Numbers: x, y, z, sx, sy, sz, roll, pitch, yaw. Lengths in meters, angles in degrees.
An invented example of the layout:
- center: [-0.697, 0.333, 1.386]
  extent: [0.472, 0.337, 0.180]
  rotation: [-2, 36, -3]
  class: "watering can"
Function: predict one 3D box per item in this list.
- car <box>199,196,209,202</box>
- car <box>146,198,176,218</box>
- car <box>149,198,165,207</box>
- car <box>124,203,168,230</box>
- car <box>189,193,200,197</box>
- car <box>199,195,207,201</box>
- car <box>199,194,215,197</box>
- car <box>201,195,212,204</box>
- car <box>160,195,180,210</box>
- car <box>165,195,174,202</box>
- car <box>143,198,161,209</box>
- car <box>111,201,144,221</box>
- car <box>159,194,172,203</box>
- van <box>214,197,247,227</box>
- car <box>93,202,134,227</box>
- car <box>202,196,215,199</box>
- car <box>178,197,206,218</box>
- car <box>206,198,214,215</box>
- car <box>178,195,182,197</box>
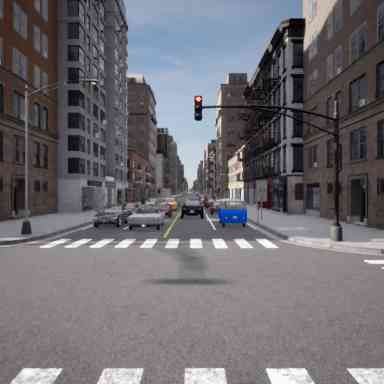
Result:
- center: [2.696, 1.524, 73.582]
  extent: [2.008, 1.369, 4.403]
  rotation: [0, 0, 0]
  class: "car"
- center: [-2.822, 1.562, 30.299]
  extent: [1.994, 1.385, 4.181]
  rotation: [0, 0, 0]
  class: "car"
- center: [-5.347, 1.556, 50.858]
  extent: [1.947, 1.339, 4.313]
  rotation: [0, 0, 0]
  class: "car"
- center: [-2.803, 1.600, 21.155]
  extent: [1.895, 1.301, 4.718]
  rotation: [0, 0, -1]
  class: "car"
- center: [0.148, 1.476, 59.107]
  extent: [2.128, 1.511, 4.902]
  rotation: [0, 0, 0]
  class: "car"
- center: [2.706, 1.531, 84.945]
  extent: [1.947, 1.339, 4.313]
  rotation: [0, 0, 0]
  class: "car"
- center: [2.678, 1.305, 50.857]
  extent: [2.192, 1.841, 5.009]
  rotation: [0, 0, 0]
  class: "car"
- center: [2.687, 1.422, 62.219]
  extent: [1.967, 1.590, 4.097]
  rotation: [0, 0, 0]
  class: "car"
- center: [-2.811, 1.474, 39.946]
  extent: [1.882, 1.535, 5.008]
  rotation: [0, 0, 0]
  class: "car"
- center: [-5.324, 1.410, 79.266]
  extent: [1.967, 1.590, 4.097]
  rotation: [0, 0, 0]
  class: "car"
- center: [-5.352, 1.520, 45.006]
  extent: [1.752, 1.417, 4.829]
  rotation: [0, 0, 0]
  class: "car"
- center: [-5.365, 1.543, 28.130]
  extent: [1.887, 1.381, 4.507]
  rotation: [0, 0, 0]
  class: "car"
- center: [-5.333, 1.293, 67.903]
  extent: [2.192, 1.841, 5.009]
  rotation: [0, 0, 0]
  class: "car"
- center: [2.655, 1.340, 22.450]
  extent: [1.690, 1.788, 3.998]
  rotation: [0, 0, 0]
  class: "van"
- center: [-5.370, 1.550, 22.448]
  extent: [2.008, 1.369, 4.403]
  rotation: [0, 0, 0]
  class: "car"
- center: [2.674, 1.576, 45.176]
  extent: [1.802, 1.307, 4.206]
  rotation: [0, 0, 0]
  class: "car"
- center: [0.064, 1.476, 30.270]
  extent: [1.882, 1.535, 5.008]
  rotation: [0, 0, 1]
  class: "car"
- center: [2.664, 1.580, 33.813]
  extent: [1.802, 1.307, 4.206]
  rotation: [0, 0, 0]
  class: "car"
- center: [-2.770, 1.592, 50.051]
  extent: [1.895, 1.301, 4.718]
  rotation: [0, 0, 0]
  class: "car"
